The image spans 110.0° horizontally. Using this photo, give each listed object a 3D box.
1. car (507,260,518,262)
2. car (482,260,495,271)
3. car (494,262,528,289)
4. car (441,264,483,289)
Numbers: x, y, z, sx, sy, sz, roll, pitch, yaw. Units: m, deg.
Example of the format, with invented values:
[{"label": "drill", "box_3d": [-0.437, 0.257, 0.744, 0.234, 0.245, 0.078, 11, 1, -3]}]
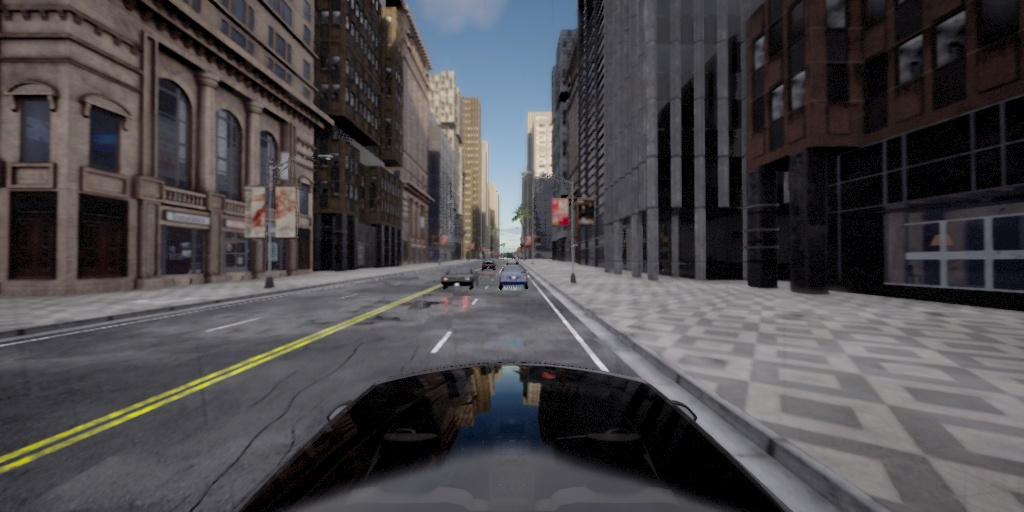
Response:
[{"label": "car", "box_3d": [0.096, 1.234, 50.617, 1.882, 1.535, 5.008, 0, 0, 0]}, {"label": "car", "box_3d": [-3.154, 1.261, 50.273, 1.837, 1.490, 4.892, 0, 0, 0]}, {"label": "car", "box_3d": [0.100, 1.306, 23.309, 2.033, 1.411, 5.357, 0, 0, 0]}, {"label": "car", "box_3d": [-3.155, 1.359, 22.783, 1.895, 1.301, 4.718, 0, 0, 0]}]
